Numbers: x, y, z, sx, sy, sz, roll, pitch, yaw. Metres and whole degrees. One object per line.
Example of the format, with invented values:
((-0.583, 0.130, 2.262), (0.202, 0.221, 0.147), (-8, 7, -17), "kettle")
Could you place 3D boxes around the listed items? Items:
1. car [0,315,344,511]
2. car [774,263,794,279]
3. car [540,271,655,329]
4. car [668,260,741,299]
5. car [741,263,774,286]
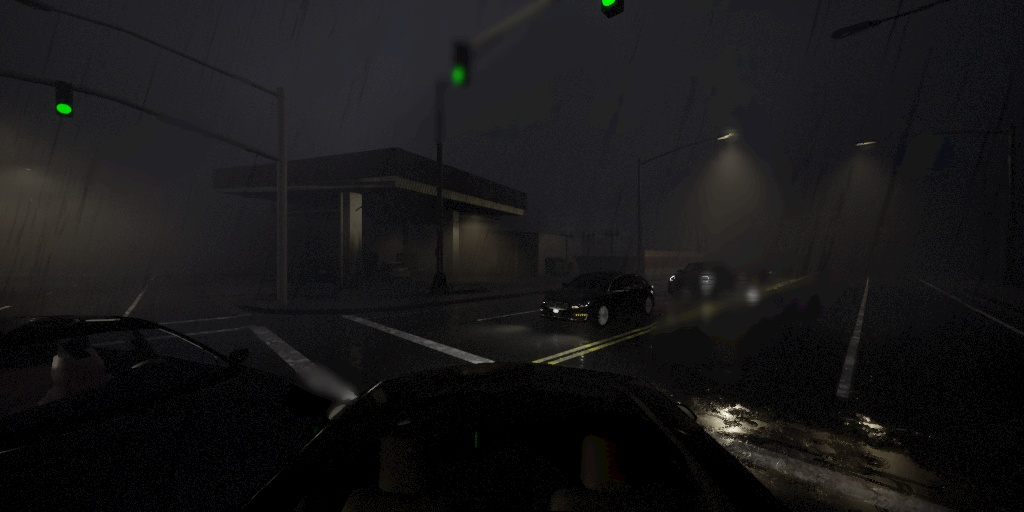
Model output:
((-3.413, 1.242, 2.551), (4.902, 1.511, 2.128), (0, 0, 15), "car")
((23.877, 1.314, 32.297), (4.181, 1.385, 1.994), (0, 0, -44), "car")
((2.916, 1.255, 11.550), (1.837, 1.490, 4.892), (0, 0, 45), "car")
((9.775, 1.102, 18.375), (4.553, 1.767, 2.097), (0, 0, -45), "car")
((16.722, 1.314, 25.265), (1.994, 1.385, 4.181), (0, 0, 44), "car")
